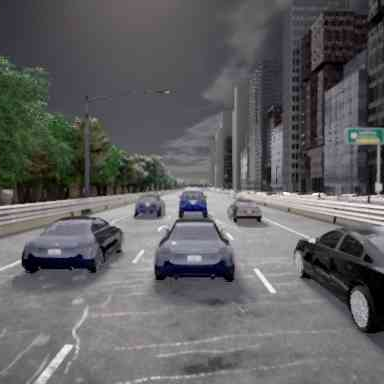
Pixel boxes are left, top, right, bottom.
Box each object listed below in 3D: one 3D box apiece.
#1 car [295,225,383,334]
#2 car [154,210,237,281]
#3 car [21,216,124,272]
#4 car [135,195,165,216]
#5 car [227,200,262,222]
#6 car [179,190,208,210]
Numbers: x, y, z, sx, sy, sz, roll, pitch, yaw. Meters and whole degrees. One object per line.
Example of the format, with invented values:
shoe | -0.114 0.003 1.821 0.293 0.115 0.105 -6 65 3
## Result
car | 3.558 1.392 6.610 1.882 1.535 5.008 0 1 0
car | 0.073 1.443 9.522 1.994 1.385 4.181 0 1 0
car | -3.420 1.433 10.296 1.994 1.385 4.181 0 1 0
car | -3.411 1.008 27.693 2.097 1.767 4.553 0 1 0
car | 3.570 1.259 23.139 2.033 1.411 5.357 0 1 0
car | 0.090 0.884 27.025 2.150 2.045 5.566 0 1 0
